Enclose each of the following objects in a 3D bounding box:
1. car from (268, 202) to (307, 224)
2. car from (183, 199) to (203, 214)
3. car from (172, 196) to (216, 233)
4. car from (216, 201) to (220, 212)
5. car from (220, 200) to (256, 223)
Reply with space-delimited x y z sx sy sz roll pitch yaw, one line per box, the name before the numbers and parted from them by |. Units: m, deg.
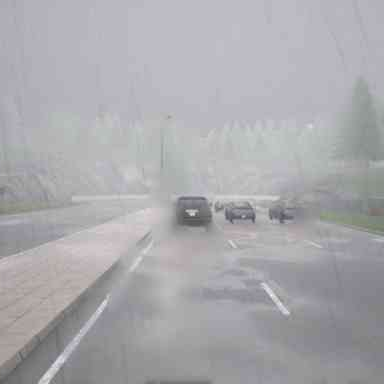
car | 7.080 1.491 25.032 2.128 1.511 4.902 0 0 0
car | 0.066 1.547 36.635 2.033 1.411 5.357 0 0 0
car | 0.046 1.224 19.847 2.150 2.045 5.566 0 0 1
car | 3.572 1.601 38.133 1.895 1.301 4.718 0 0 0
car | 3.581 1.489 25.311 2.128 1.511 4.902 0 0 0
